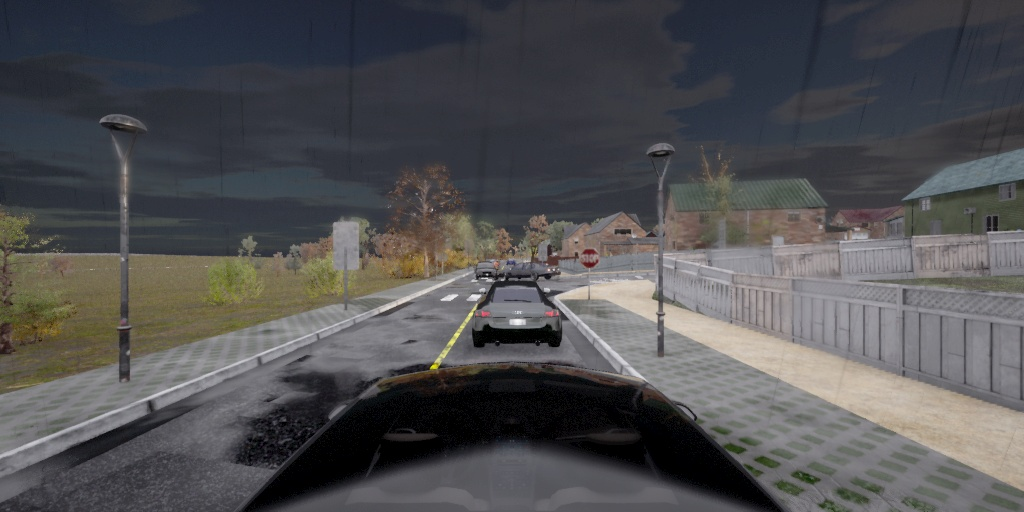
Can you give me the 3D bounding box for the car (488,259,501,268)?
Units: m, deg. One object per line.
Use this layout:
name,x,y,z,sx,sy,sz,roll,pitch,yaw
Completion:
car,-2.995,1.256,61.065,1.882,1.535,5.008,0,0,0

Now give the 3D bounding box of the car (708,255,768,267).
car,14.330,0.413,22.723,4.181,1.385,1.994,-3,0,16

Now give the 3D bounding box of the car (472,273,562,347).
car,0.082,1.313,9.292,1.994,1.385,4.181,0,0,-1

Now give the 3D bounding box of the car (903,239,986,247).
car,23.838,-0.208,20.327,4.902,1.511,2.128,-3,0,14

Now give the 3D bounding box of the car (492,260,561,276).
car,1.264,1.198,28.310,5.357,1.411,2.033,-4,-3,43

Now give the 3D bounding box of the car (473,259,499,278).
car,-2.331,1.258,31.212,1.837,1.490,4.892,0,0,-8

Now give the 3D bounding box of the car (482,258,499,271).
car,-2.982,1.121,51.028,2.097,1.767,4.553,0,0,0
